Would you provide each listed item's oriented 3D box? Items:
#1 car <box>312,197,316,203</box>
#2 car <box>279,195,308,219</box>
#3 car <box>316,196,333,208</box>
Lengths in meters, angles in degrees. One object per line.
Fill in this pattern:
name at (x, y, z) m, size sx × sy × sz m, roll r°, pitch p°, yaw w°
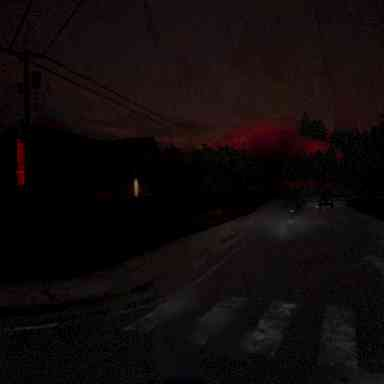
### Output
car at (26.167, 1.547, 68.123) m, size 4.674 × 1.442 × 1.812 m, roll -1°, pitch -1°, yaw -44°
car at (9.338, 1.346, 30.496) m, size 2.150 × 2.045 × 5.566 m, roll -2°, pitch -1°, yaw 19°
car at (19.426, 1.518, 48.363) m, size 1.837 × 1.490 × 4.892 m, roll -2°, pitch -1°, yaw 19°
